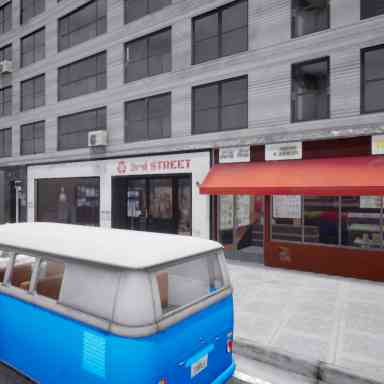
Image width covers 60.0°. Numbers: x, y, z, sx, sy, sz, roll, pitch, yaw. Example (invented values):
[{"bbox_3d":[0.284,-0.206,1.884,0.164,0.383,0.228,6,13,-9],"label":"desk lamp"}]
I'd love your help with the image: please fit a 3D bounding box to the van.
[{"bbox_3d":[-1.434,1.341,4.110,3.998,1.788,1.690,0,0,36],"label":"van"}]
